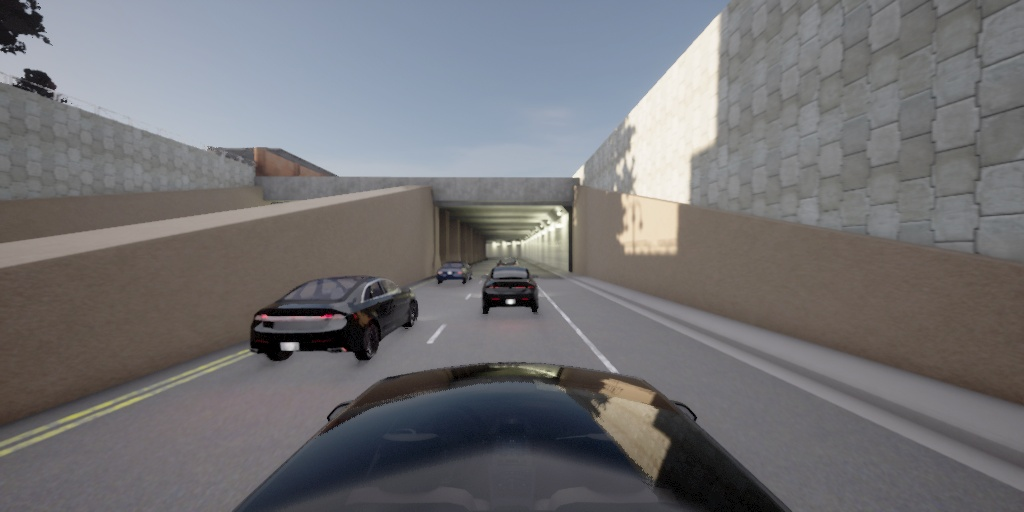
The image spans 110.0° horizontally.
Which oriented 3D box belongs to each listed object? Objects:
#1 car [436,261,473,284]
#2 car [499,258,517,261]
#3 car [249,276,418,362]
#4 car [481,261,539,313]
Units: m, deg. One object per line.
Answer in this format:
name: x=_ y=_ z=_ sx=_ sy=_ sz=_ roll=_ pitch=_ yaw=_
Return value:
car: x=-3.756 y=1.031 z=24.081 sx=2.033 sy=1.411 sz=5.357 roll=0 pitch=1 yaw=0
car: x=-0.311 y=0.895 z=29.007 sx=2.128 sy=1.511 sz=4.902 roll=0 pitch=1 yaw=-1
car: x=-3.520 y=1.179 z=8.077 sx=2.128 sy=1.511 sz=4.902 roll=0 pitch=1 yaw=0
car: x=-0.073 y=1.107 z=13.205 sx=1.837 sy=1.490 sz=4.892 roll=0 pitch=0 yaw=-1
